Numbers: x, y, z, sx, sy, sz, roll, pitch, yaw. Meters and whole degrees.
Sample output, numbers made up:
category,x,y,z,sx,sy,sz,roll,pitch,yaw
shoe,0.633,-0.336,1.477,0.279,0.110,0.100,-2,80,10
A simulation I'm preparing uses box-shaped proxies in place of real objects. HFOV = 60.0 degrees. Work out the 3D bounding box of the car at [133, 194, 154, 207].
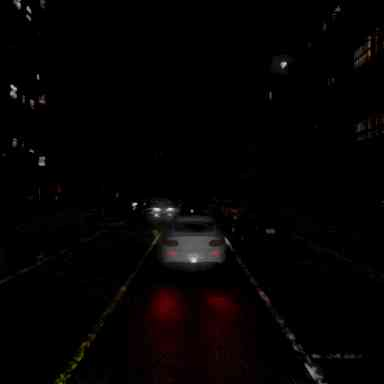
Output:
category,x,y,z,sx,sy,sz,roll,pitch,yaw
car,-5.930,1.020,40.863,1.947,1.339,4.313,1,1,0

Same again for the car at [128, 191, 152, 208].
category,x,y,z,sx,sy,sz,roll,pitch,yaw
car,-5.910,0.843,35.291,2.192,1.841,5.009,1,1,0

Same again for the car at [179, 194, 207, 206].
category,x,y,z,sx,sy,sz,roll,pitch,yaw
car,0.004,1.133,27.667,1.837,1.490,4.892,0,1,0

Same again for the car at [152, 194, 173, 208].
category,x,y,z,sx,sy,sz,roll,pitch,yaw
car,-3.205,1.014,38.224,1.812,1.442,4.674,0,1,0

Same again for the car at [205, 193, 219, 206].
category,x,y,z,sx,sy,sz,roll,pitch,yaw
car,2.734,1.077,35.287,2.008,1.369,4.403,1,1,0

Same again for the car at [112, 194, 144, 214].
category,x,y,z,sx,sy,sz,roll,pitch,yaw
car,-5.897,1.152,29.727,2.008,1.369,4.403,1,1,0

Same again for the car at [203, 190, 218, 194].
category,x,y,z,sx,sy,sz,roll,pitch,yaw
car,2.704,0.694,46.418,2.192,1.841,5.009,1,1,0

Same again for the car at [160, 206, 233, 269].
category,x,y,z,sx,sy,sz,roll,pitch,yaw
car,0.045,1.383,10.455,1.812,1.442,4.674,0,1,0

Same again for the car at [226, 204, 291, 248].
category,x,y,z,sx,sy,sz,roll,pitch,yaw
car,2.731,1.380,13.658,1.947,1.339,4.313,1,1,0

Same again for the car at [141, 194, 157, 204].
category,x,y,z,sx,sy,sz,roll,pitch,yaw
car,-5.946,0.962,46.430,1.802,1.307,4.206,1,1,0

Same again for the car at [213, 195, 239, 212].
category,x,y,z,sx,sy,sz,roll,pitch,yaw
car,2.766,1.198,24.321,1.752,1.417,4.829,1,1,0
